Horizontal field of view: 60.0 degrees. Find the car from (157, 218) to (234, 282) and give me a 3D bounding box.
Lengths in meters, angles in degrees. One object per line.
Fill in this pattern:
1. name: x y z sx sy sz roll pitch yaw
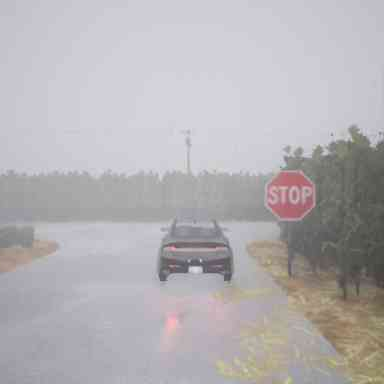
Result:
1. car: 0.082 1.498 9.744 2.128 1.511 4.902 0 0 0
